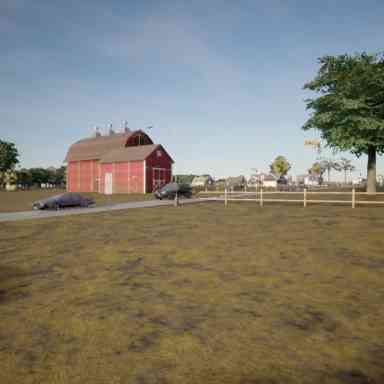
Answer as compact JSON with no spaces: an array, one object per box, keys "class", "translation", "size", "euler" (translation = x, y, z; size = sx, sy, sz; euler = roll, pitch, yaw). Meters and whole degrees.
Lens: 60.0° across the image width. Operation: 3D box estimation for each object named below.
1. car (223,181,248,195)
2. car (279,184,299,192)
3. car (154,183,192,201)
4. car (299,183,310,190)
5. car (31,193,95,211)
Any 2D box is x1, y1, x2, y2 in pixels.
[{"class":"car","translation":[7.245,-0.822,54.600],"size":[2.150,2.045,5.566],"euler":[0,2,35]},{"class":"car","translation":[18.927,-0.826,66.119],"size":[2.033,1.411,5.357],"euler":[0,2,35]},{"class":"car","translation":[-2.252,-0.057,41.391],"size":[2.150,2.045,5.566],"euler":[0,2,35]},{"class":"car","translation":[24.957,-1.183,74.773],"size":[1.837,1.490,4.892],"euler":[0,2,35]},{"class":"car","translation":[-11.085,0.823,28.977],"size":[2.033,1.411,5.357],"euler":[0,2,35]}]
